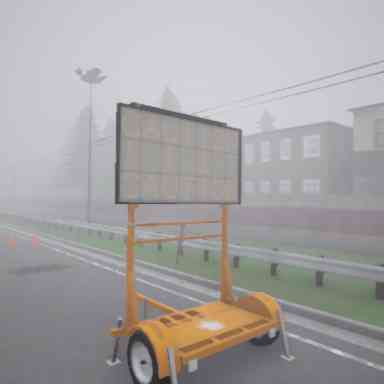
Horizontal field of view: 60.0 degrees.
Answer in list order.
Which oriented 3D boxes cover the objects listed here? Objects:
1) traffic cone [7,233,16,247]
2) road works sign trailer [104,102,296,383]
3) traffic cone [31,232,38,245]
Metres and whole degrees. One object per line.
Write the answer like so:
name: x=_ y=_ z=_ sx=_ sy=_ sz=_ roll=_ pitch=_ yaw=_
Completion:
traffic cone: x=-8.317 y=2.202 z=15.379 sx=0.340 sy=0.580 sz=0.340 roll=2 pitch=-2 yaw=-40
road works sign trailer: x=-0.238 y=0.590 z=5.199 sx=2.380 sy=3.560 sz=2.880 roll=2 pitch=-2 yaw=-40
traffic cone: x=-7.557 y=2.227 z=16.028 sx=0.340 sy=0.580 sz=0.340 roll=2 pitch=-2 yaw=-40
